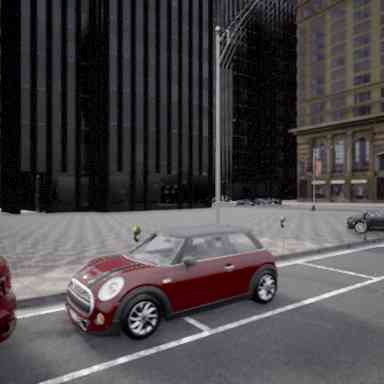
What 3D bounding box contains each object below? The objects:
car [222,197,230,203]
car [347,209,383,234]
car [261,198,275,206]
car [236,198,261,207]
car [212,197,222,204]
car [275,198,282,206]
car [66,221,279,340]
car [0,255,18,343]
[{"bbox_3d":[6.535,1.818,75.461,1.837,1.490,4.892,0,-1,-35],"label":"car"},{"bbox_3d":[9.649,1.338,15.663,2.008,1.369,4.403,-1,0,-45],"label":"car"},{"bbox_3d":[12.344,1.831,61.665,2.128,1.511,4.902,0,-1,-35],"label":"car"},{"bbox_3d":[9.749,1.899,59.576,1.994,1.385,4.181,0,-1,-35],"label":"car"},{"bbox_3d":[3.884,1.841,73.582,1.812,1.442,4.674,0,-1,-35],"label":"car"},{"bbox_3d":[14.998,1.846,63.542,1.837,1.490,4.892,0,0,-35],"label":"car"},{"bbox_3d":[-0.254,1.432,6.465,4.097,1.590,1.967,0,0,-36],"label":"car"},{"bbox_3d":[-4.570,1.319,3.386,5.009,1.841,2.192,0,0,-36],"label":"car"}]
